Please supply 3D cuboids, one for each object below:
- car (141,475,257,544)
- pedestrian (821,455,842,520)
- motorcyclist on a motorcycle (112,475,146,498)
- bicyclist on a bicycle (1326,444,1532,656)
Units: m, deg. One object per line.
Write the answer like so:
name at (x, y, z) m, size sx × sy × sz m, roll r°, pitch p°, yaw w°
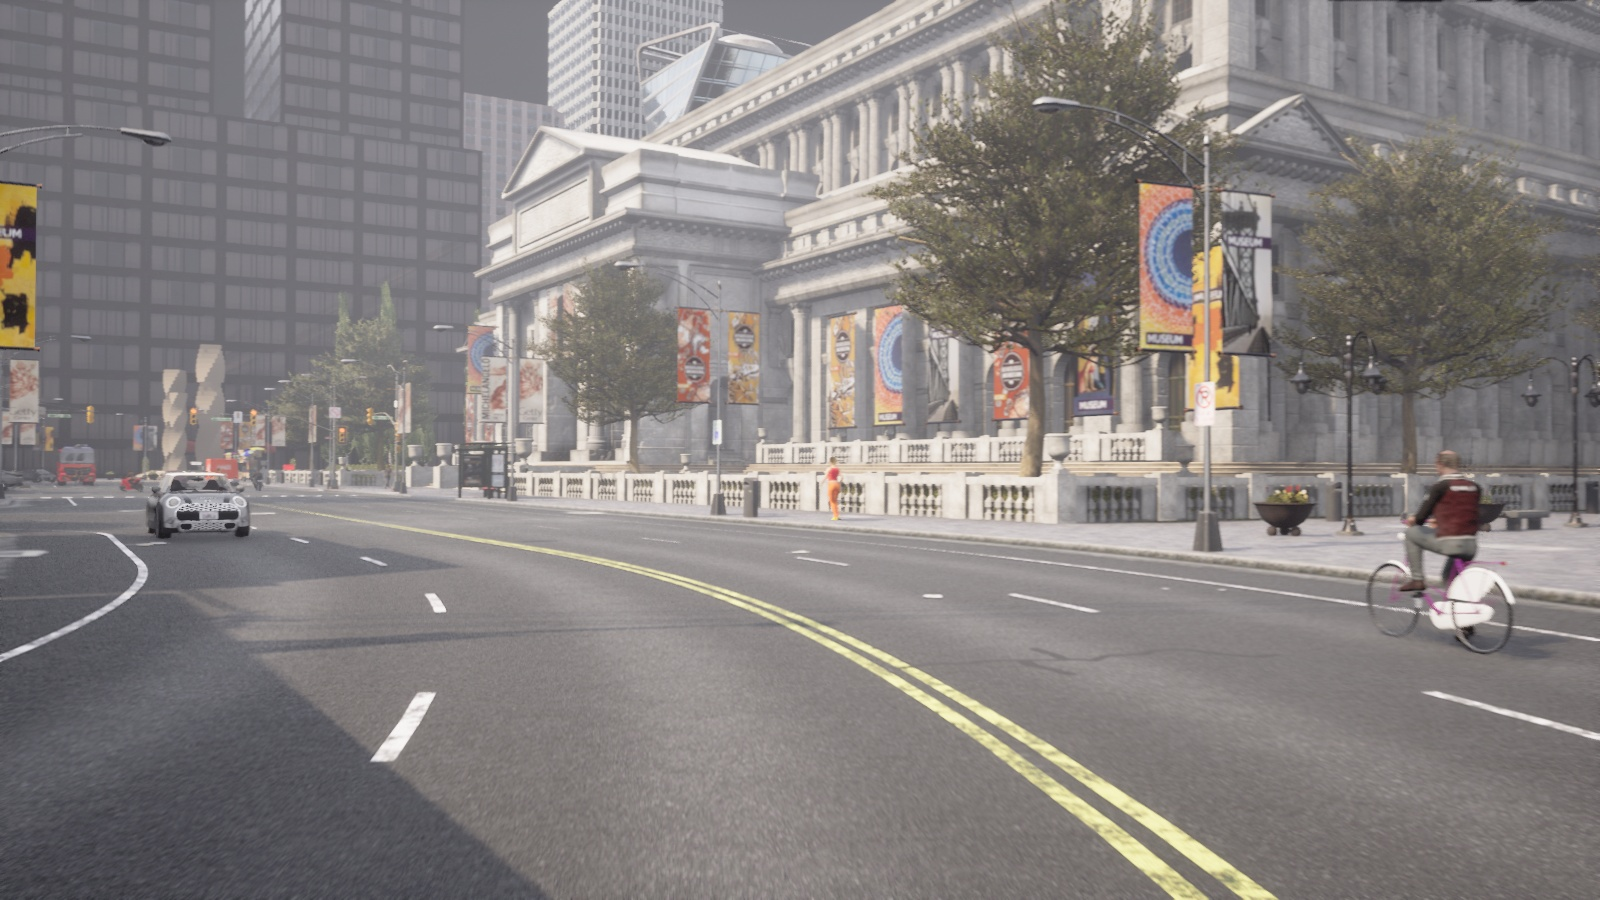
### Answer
car at (-14.080, 1.339, 29.319) m, size 1.970 × 1.475 × 3.806 m, roll 0°, pitch -1°, yaw -33°
pedestrian at (0.891, 1.066, 35.775) m, size 0.345 × 1.836 × 0.594 m, roll 0°, pitch -1°, yaw -29°
motorcyclist on a motorcycle at (-44.341, 2.399, 82.978) m, size 2.044 × 1.523 × 0.797 m, roll -1°, pitch 0°, yaw 20°
bicyclist on a bicycle at (5.686, 0.850, 11.494) m, size 0.659 × 1.776 × 1.843 m, roll 0°, pitch -1°, yaw -12°
